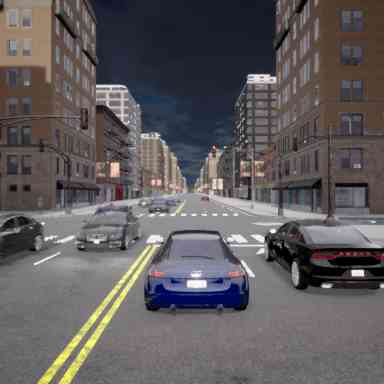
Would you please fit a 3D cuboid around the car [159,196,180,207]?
[{"bbox_3d":[-3.392,1.544,50.446,2.033,1.411,5.357,0,0,0],"label":"car"}]

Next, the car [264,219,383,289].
[{"bbox_3d":[3.330,1.478,9.159,1.882,1.535,5.008,0,0,0],"label":"car"}]

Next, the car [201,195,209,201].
[{"bbox_3d":[3.180,1.465,80.583,1.882,1.535,5.008,0,0,0],"label":"car"}]

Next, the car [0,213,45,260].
[{"bbox_3d":[-6.610,1.505,10.994,1.837,1.490,4.892,0,0,0],"label":"car"}]

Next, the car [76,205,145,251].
[{"bbox_3d":[-3.361,1.506,14.122,1.837,1.490,4.892,0,0,0],"label":"car"}]

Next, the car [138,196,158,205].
[{"bbox_3d":[-6.639,1.488,48.445,2.128,1.511,4.902,0,0,0],"label":"car"}]

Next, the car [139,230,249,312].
[{"bbox_3d":[0.081,1.564,7.781,1.994,1.385,4.181,0,0,0],"label":"car"}]

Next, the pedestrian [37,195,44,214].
[{"bbox_3d":[-14.169,1.170,31.092,0.375,1.860,0.375,0,0,0],"label":"pedestrian"}]

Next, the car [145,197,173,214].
[{"bbox_3d":[-3.382,1.563,35.068,1.994,1.385,4.181,0,0,0],"label":"car"}]

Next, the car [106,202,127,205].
[{"bbox_3d":[-7.272,1.610,31.391,1.895,1.301,4.718,0,0,11],"label":"car"}]
